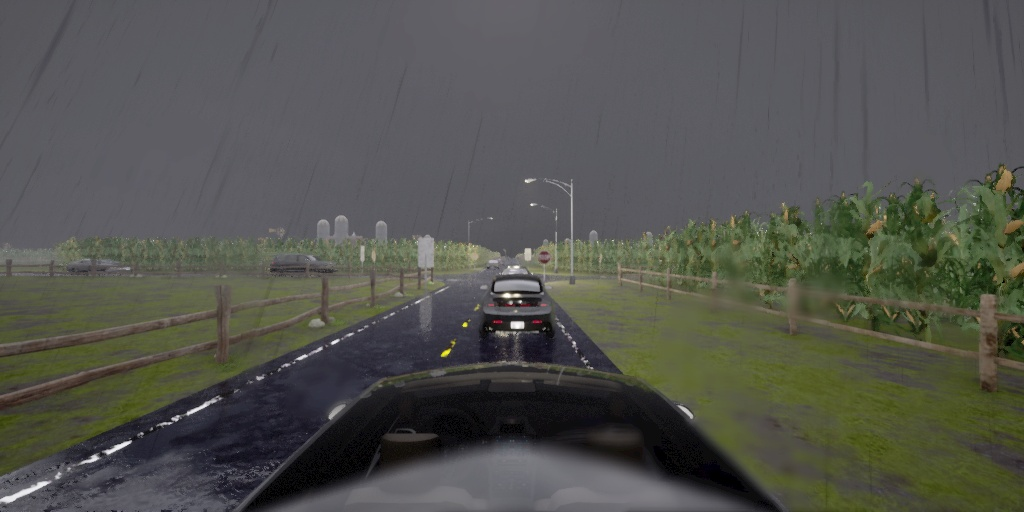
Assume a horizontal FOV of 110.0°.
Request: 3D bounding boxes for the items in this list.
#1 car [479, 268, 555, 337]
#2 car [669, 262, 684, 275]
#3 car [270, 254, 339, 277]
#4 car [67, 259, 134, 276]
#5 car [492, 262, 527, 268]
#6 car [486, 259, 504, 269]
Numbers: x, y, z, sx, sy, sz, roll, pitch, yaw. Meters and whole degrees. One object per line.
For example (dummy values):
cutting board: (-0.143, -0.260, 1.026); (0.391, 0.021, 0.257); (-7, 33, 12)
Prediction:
car: (0.121, 1.255, 10.277); (1.837, 1.490, 4.892); (0, 0, 0)
car: (18.072, 1.102, 35.141); (5.566, 2.045, 2.150); (0, -1, 1)
car: (-18.853, 0.844, 32.668); (5.566, 2.045, 2.150); (0, -1, 1)
car: (-37.663, 1.017, 32.911); (4.902, 1.511, 2.128); (0, -1, 1)
car: (0.246, 1.294, 20.758); (2.033, 1.411, 5.357); (0, 0, 3)
car: (-2.700, 1.270, 52.425); (2.033, 1.411, 5.357); (0, 0, 0)
